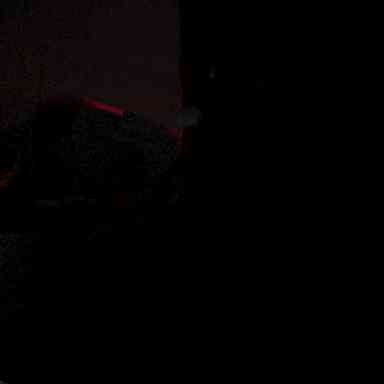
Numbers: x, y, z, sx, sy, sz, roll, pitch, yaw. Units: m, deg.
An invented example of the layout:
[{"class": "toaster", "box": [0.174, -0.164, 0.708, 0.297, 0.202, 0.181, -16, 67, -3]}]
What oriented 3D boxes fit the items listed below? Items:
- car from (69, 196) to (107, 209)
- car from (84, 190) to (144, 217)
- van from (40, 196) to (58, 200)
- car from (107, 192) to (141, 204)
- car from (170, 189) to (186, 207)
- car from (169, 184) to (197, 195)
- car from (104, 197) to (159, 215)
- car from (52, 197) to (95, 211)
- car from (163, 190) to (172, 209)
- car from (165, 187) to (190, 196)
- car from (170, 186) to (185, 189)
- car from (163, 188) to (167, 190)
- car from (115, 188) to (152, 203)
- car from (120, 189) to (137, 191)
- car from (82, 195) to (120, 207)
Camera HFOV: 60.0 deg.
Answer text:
[{"class": "car", "box": [-14.210, 1.485, 45.574, 4.674, 1.452, 2.002, -2, 2, 24]}, {"class": "car", "box": [-7.312, 1.239, 30.638, 5.566, 2.045, 2.435, -2, 1, 24]}, {"class": "van", "box": [-16.339, 1.519, 40.404, 4.442, 1.987, 1.878, -2, 2, 24]}, {"class": "car", "box": [-10.870, 0.980, 53.245, 5.008, 1.535, 2.097, -2, 2, 24]}, {"class": "car", "box": [-2.461, 0.907, 41.234, 5.366, 1.575, 1.946, -2, 2, 24]}, {"class": "car", "box": [-2.022, -0.508, 73.715, 5.566, 2.045, 2.435, -2, 2, 24]}, {"class": "car", "box": [-6.093, 1.373, 33.328, 5.008, 1.535, 2.097, -2, 2, 24]}, {"class": "car", "box": [-15.327, 1.601, 43.020, 4.892, 1.521, 2.231, -2, 2, 24]}, {"class": "car", "box": [-5.006, 1.115, 35.930, 4.553, 1.767, 2.185, -2, 2, 24]}, {"class": "car", "box": [-3.118, -0.073, 71.168, 4.792, 1.488, 2.163, -2, 2, 24]}, {"class": "car", "box": [-0.271, 0.465, 46.672, 4.553, 1.767, 2.185, -2, 2, 24]}, {"class": "car", "box": [-7.626, 0.399, 60.816, 4.553, 1.767, 2.185, -2, 2, 24]}, {"class": "car", "box": [-9.752, 0.574, 55.786, 5.566, 2.045, 2.435, -2, 2, 24]}, {"class": "car", "box": [-8.671, 1.094, 38.934, 2.150, 2.045, 5.566, -2, 2, 24]}, {"class": "car", "box": [-13.142, 1.298, 48.015, 4.892, 1.521, 2.231, -2, 2, 24]}]
